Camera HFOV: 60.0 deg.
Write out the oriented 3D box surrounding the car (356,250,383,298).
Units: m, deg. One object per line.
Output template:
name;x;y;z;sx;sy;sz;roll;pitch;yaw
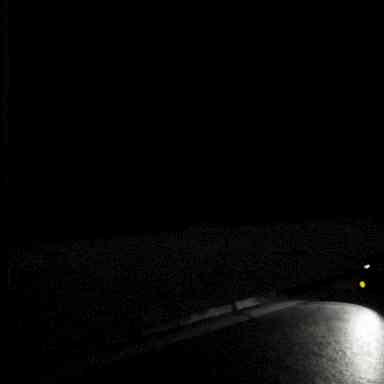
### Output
car;5.459;1.541;7.274;4.181;1.385;1.994;0;0;-36
